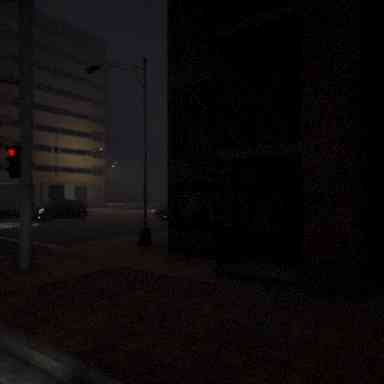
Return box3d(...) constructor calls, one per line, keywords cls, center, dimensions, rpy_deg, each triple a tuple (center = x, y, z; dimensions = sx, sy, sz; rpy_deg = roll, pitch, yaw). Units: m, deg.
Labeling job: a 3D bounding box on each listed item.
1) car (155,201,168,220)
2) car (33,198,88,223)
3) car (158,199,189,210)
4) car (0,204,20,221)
box3d(cls="car", center=(-0.888, 1.642, 28.178), dimensions=(1.895, 1.301, 4.718), rpy_deg=(0, 0, 35))
box3d(cls="car", center=(-10.721, 1.412, 26.615), dimensions=(2.097, 1.767, 4.553), rpy_deg=(0, 0, 35))
box3d(cls="car", center=(-2.425, 1.632, 44.505), dimensions=(1.994, 1.385, 4.181), rpy_deg=(0, 0, 35))
box3d(cls="car", center=(-14.654, 1.668, 27.098), dimensions=(1.895, 1.301, 4.718), rpy_deg=(0, 0, 35))
